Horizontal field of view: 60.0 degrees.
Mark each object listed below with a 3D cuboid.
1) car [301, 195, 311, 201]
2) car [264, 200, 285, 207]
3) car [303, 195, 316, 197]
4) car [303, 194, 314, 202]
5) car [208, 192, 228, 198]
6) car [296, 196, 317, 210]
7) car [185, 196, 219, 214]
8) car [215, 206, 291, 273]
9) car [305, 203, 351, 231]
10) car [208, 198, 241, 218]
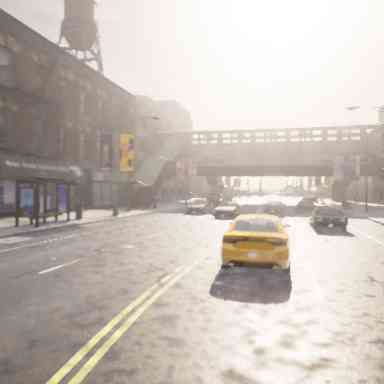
[{"bbox_3d":[29.505,1.510,85.976,2.097,1.535,5.008,1,0,15],"label":"car"},{"bbox_3d":[7.775,1.499,31.565,1.812,1.442,4.674,1,0,15],"label":"car"},{"bbox_3d":[25.014,1.520,69.371,2.231,1.521,4.892,1,0,25],"label":"car"},{"bbox_3d":[27.926,1.389,79.746,2.185,1.767,4.553,1,0,15],"label":"car"},{"bbox_3d":[3.968,1.061,55.874,2.435,2.045,5.566,1,0,15],"label":"car"},{"bbox_3d":[14.171,1.577,41.572,1.994,1.385,4.181,1,0,15],"label":"car"},{"bbox_3d":[0.904,1.460,33.362,2.033,1.411,5.357,1,0,15],"label":"car"},{"bbox_3d":[2.158,1.462,10.872,1.882,1.535,5.008,1,0,14],"label":"car"},{"bbox_3d":[8.513,1.623,21.108,1.895,1.301,4.718,1,0,15],"label":"car"},{"bbox_3d":[3.141,1.476,28.467,2.033,1.411,5.357,1,0,16],"label":"car"}]
